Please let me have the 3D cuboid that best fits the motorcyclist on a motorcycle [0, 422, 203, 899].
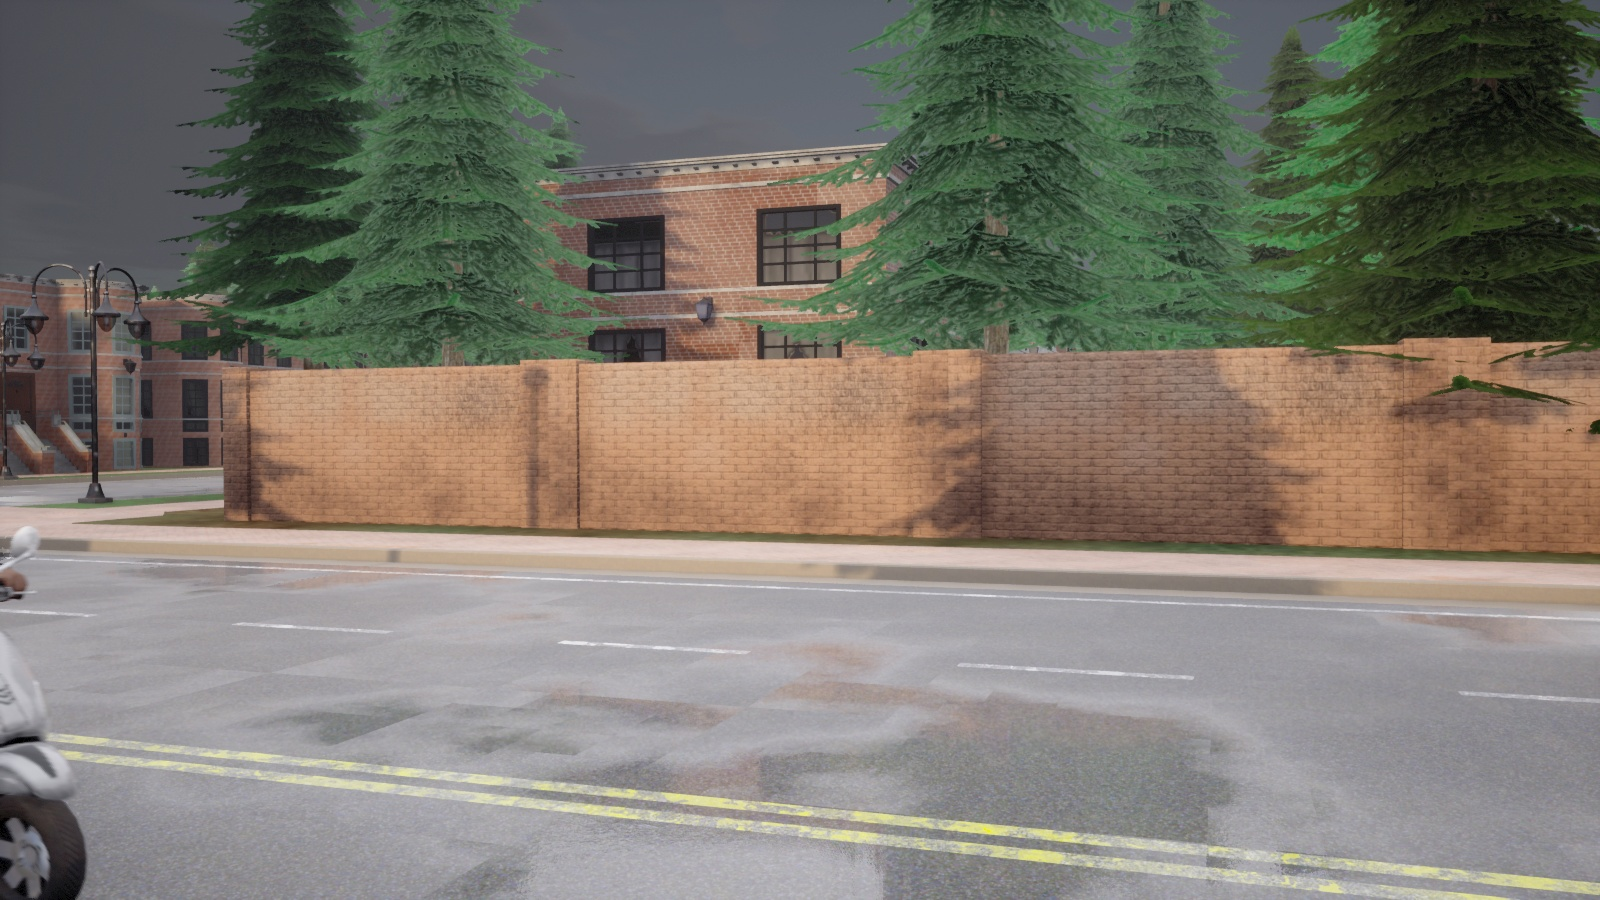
[{"bbox_3d":[-3.067,0.701,4.224,1.817,1.590,0.866,1,1,19],"label":"motorcyclist on a motorcycle"}]
